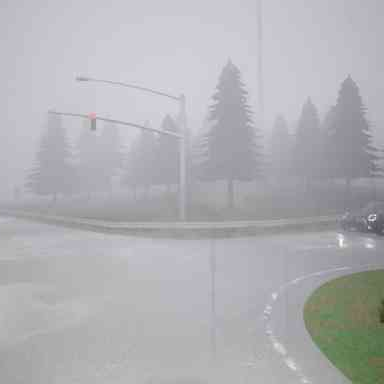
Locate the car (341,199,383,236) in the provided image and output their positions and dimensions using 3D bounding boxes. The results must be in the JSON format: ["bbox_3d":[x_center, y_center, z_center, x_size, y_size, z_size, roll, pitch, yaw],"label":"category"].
[{"bbox_3d":[9.947,1.138,17.042,4.553,1.767,2.097,-2,1,-21],"label":"car"}]

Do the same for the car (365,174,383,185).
[{"bbox_3d":[28.020,-2.127,51.214,2.150,2.045,5.566,0,5,25],"label":"car"}]
